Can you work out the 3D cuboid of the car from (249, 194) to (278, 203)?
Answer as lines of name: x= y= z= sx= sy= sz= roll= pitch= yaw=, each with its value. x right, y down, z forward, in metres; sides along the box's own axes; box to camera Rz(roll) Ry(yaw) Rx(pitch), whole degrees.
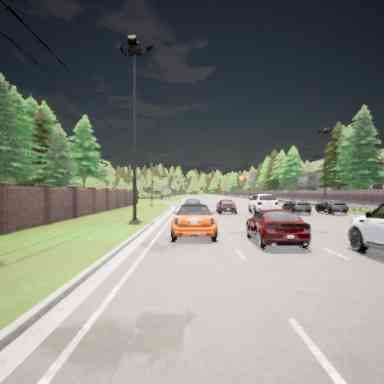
car: x=7.100 y=1.226 z=33.474 sx=2.150 sy=2.045 sz=5.566 roll=0 pitch=0 yaw=0

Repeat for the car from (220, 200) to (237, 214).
car: x=3.599 y=1.530 z=35.174 sx=1.812 sy=1.442 sz=4.674 roll=0 pitch=0 yaw=0

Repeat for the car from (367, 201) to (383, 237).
car: x=10.599 y=1.354 z=15.919 sx=2.097 sy=1.767 sz=4.553 roll=0 pitch=0 yaw=0

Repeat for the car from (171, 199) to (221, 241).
car: x=0.099 y=1.354 z=16.697 sx=2.097 sy=1.767 sz=4.553 roll=0 pitch=0 yaw=0

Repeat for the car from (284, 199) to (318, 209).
car: x=10.599 y=1.496 z=33.898 sx=2.128 sy=1.511 sz=4.902 roll=0 pitch=0 yaw=0

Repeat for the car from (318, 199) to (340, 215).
car: x=14.099 y=1.496 z=33.894 sx=2.128 sy=1.511 sz=4.902 roll=0 pitch=0 yaw=0

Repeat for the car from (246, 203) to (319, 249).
car: x=3.600 y=1.480 z=14.623 sx=1.882 sy=1.535 sz=5.008 roll=0 pitch=0 yaw=0

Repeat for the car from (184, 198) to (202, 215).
car: x=0.097 y=1.482 z=35.628 sx=1.882 sy=1.535 sz=5.008 roll=0 pitch=0 yaw=0

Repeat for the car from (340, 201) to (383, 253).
car: x=7.099 y=1.223 z=10.524 sx=2.150 sy=2.045 sz=5.566 roll=0 pitch=0 yaw=0
